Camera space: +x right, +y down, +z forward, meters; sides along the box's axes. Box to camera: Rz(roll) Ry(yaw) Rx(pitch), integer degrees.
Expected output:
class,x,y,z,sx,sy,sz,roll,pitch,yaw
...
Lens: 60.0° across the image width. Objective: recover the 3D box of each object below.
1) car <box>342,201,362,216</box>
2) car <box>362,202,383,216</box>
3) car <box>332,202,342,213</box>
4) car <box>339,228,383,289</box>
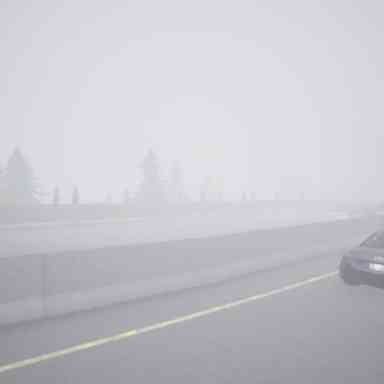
class,x,y,z,sx,sy,sz,roll,pitch,yaw
car,17.306,1.735,33.663,4.181,1.385,1.994,0,0,-43
car,16.819,1.634,28.450,4.902,1.511,2.128,0,0,-43
car,18.353,1.765,39.388,4.181,1.385,1.994,0,0,-43
car,5.547,1.603,8.489,4.181,1.385,1.994,0,0,-40
